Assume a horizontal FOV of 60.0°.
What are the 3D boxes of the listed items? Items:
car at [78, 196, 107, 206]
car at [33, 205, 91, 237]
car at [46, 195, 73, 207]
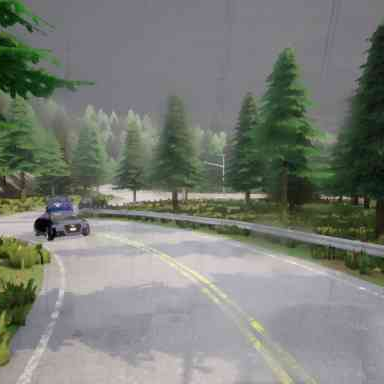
[{"bbox_3d":[-12.639,1.287,42.799,2.097,1.767,4.553,2,2,13],"label":"car"},{"bbox_3d":[-7.021,1.664,17.743,1.994,1.385,4.181,-4,2,-38],"label":"car"},{"bbox_3d":[-12.802,1.325,32.216,2.150,2.045,5.566,-1,0,-18],"label":"car"}]
